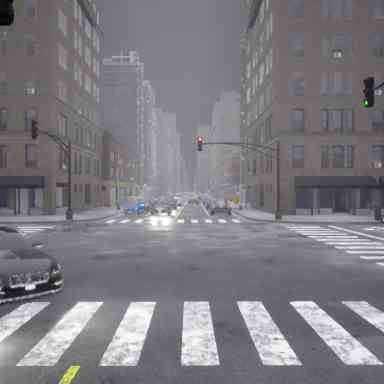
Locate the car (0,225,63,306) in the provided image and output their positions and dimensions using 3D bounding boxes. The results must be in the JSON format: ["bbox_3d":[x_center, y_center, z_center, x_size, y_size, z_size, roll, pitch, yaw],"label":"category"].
[{"bbox_3d":[-4.857,1.508,7.622,4.892,1.490,1.837,0,-3,38],"label":"car"}]

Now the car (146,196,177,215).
[{"bbox_3d":[-2.992,1.493,33.498,2.128,1.511,4.902,0,0,0],"label":"car"}]

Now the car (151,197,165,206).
[{"bbox_3d":[-5.670,1.568,56.031,1.947,1.339,4.313,0,0,0],"label":"car"}]

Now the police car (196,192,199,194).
[{"bbox_3d":[1.065,1.421,79.427,1.930,1.638,5.238,0,0,-1],"label":"police car"}]

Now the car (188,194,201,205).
[{"bbox_3d":[0.302,1.528,59.473,1.812,1.442,4.674,0,0,1],"label":"car"}]

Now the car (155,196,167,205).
[{"bbox_3d":[-5.651,1.527,61.529,1.752,1.417,4.829,0,0,0],"label":"car"}]

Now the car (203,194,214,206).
[{"bbox_3d":[2.817,1.443,44.669,1.967,1.590,4.097,0,0,0],"label":"car"}]

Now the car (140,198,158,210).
[{"bbox_3d":[-5.708,1.569,44.694,1.947,1.339,4.313,0,0,0],"label":"car"}]

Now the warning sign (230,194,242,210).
[{"bbox_3d":[5.200,1.118,39.317,1.300,1.860,1.060,0,0,0],"label":"warning sign"}]

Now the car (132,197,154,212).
[{"bbox_3d":[-5.728,1.442,39.026,1.967,1.590,4.097,0,0,0],"label":"car"}]

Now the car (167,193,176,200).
[{"bbox_3d":[-5.554,1.306,90.041,2.192,1.841,5.009,0,0,0],"label":"car"}]

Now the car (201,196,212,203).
[{"bbox_3d":[2.895,1.551,67.346,2.008,1.369,4.403,0,0,0],"label":"car"}]

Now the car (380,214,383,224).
[{"bbox_3d":[14.356,1.520,20.678,4.892,1.490,1.837,0,0,0],"label":"car"}]

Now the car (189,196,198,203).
[{"bbox_3d":[0.293,1.600,69.719,1.895,1.301,4.718,0,0,1],"label":"car"}]

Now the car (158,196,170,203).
[{"bbox_3d":[-5.631,1.566,67.367,1.947,1.339,4.313,0,0,0],"label":"car"}]

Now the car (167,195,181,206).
[{"bbox_3d":[-2.952,1.494,43.743,2.128,1.511,4.902,0,0,0],"label":"car"}]

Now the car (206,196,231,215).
[{"bbox_3d":[2.778,1.442,33.331,1.967,1.590,4.097,0,0,0],"label":"car"}]

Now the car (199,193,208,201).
[{"bbox_3d":[2.952,1.309,84.354,2.192,1.841,5.009,0,0,0],"label":"car"}]

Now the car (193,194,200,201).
[{"bbox_3d":[1.090,1.447,89.522,1.801,1.575,5.366,0,0,0],"label":"car"}]

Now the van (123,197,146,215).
[{"bbox_3d":[-5.747,1.343,33.358,1.690,1.788,3.998,0,0,0],"label":"van"}]

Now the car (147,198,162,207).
[{"bbox_3d":[-5.689,1.585,50.363,1.802,1.307,4.206,0,0,0],"label":"car"}]

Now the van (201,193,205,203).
[{"bbox_3d":[2.855,1.343,56.007,1.690,1.788,3.998,0,0,0],"label":"van"}]

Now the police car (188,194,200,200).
[{"bbox_3d":[0.596,1.414,95.351,1.930,1.638,5.238,0,0,-16],"label":"police car"}]

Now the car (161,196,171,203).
[{"bbox_3d":[-5.612,1.543,73.035,1.887,1.381,4.507,0,0,0],"label":"car"}]

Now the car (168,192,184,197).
[{"bbox_3d":[-2.903,1.224,54.473,2.150,2.045,5.566,0,0,0],"label":"car"}]
